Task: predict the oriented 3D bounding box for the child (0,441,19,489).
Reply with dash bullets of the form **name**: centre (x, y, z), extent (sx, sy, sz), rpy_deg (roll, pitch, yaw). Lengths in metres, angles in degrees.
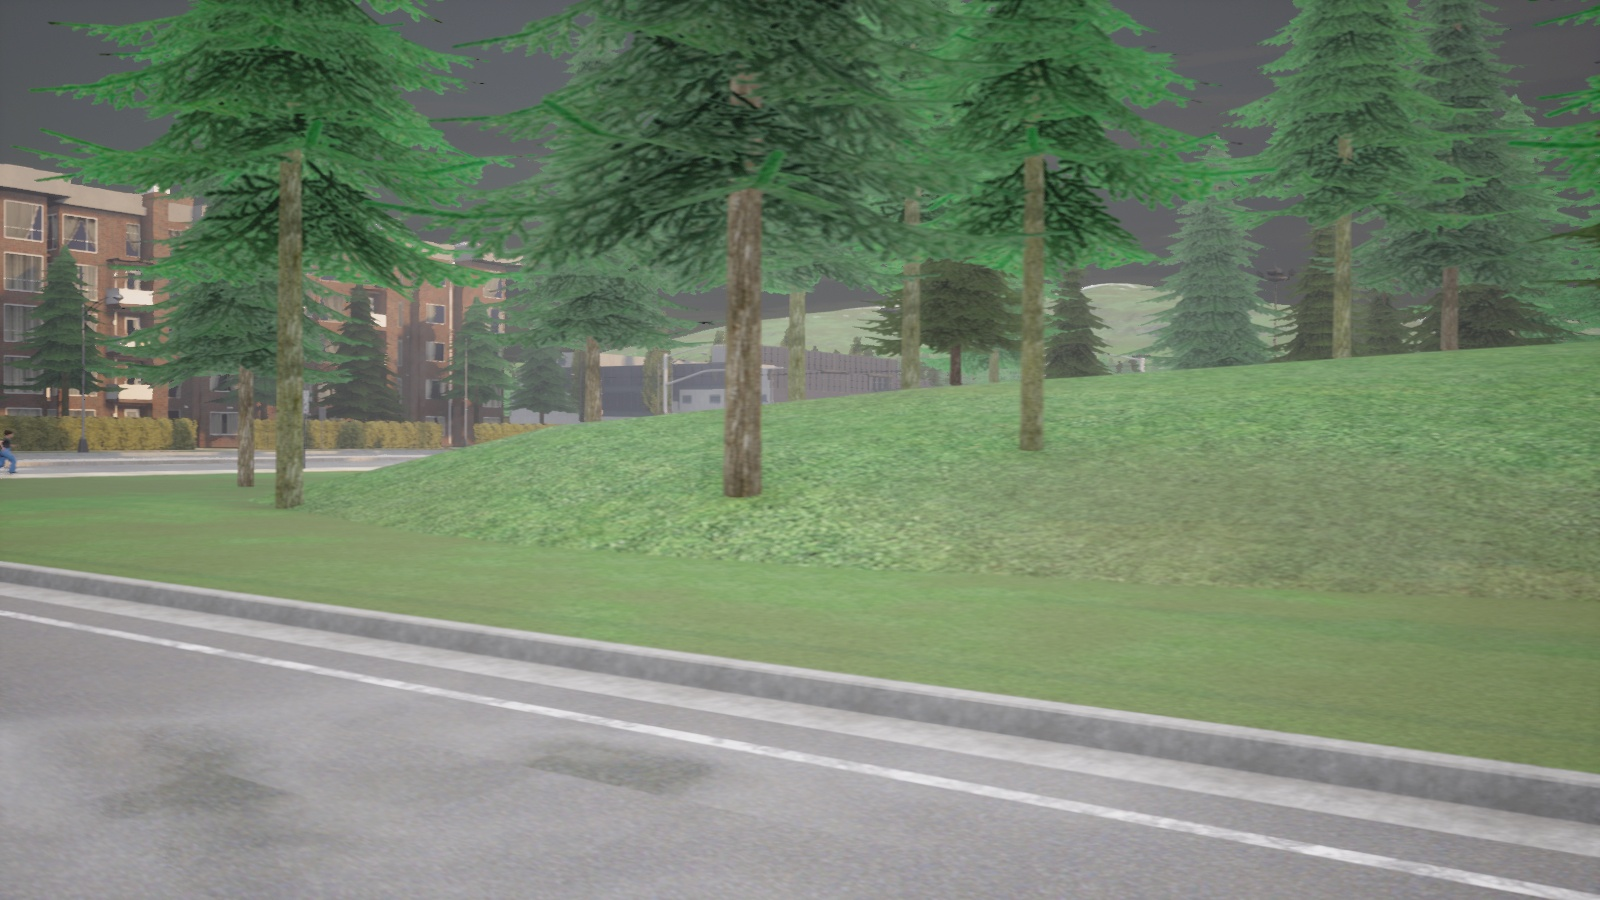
- **child**: centre (-20.938, 0.397, 33.192), extent (0.270, 1.263, 0.437), rpy_deg (0, 1, 41)
